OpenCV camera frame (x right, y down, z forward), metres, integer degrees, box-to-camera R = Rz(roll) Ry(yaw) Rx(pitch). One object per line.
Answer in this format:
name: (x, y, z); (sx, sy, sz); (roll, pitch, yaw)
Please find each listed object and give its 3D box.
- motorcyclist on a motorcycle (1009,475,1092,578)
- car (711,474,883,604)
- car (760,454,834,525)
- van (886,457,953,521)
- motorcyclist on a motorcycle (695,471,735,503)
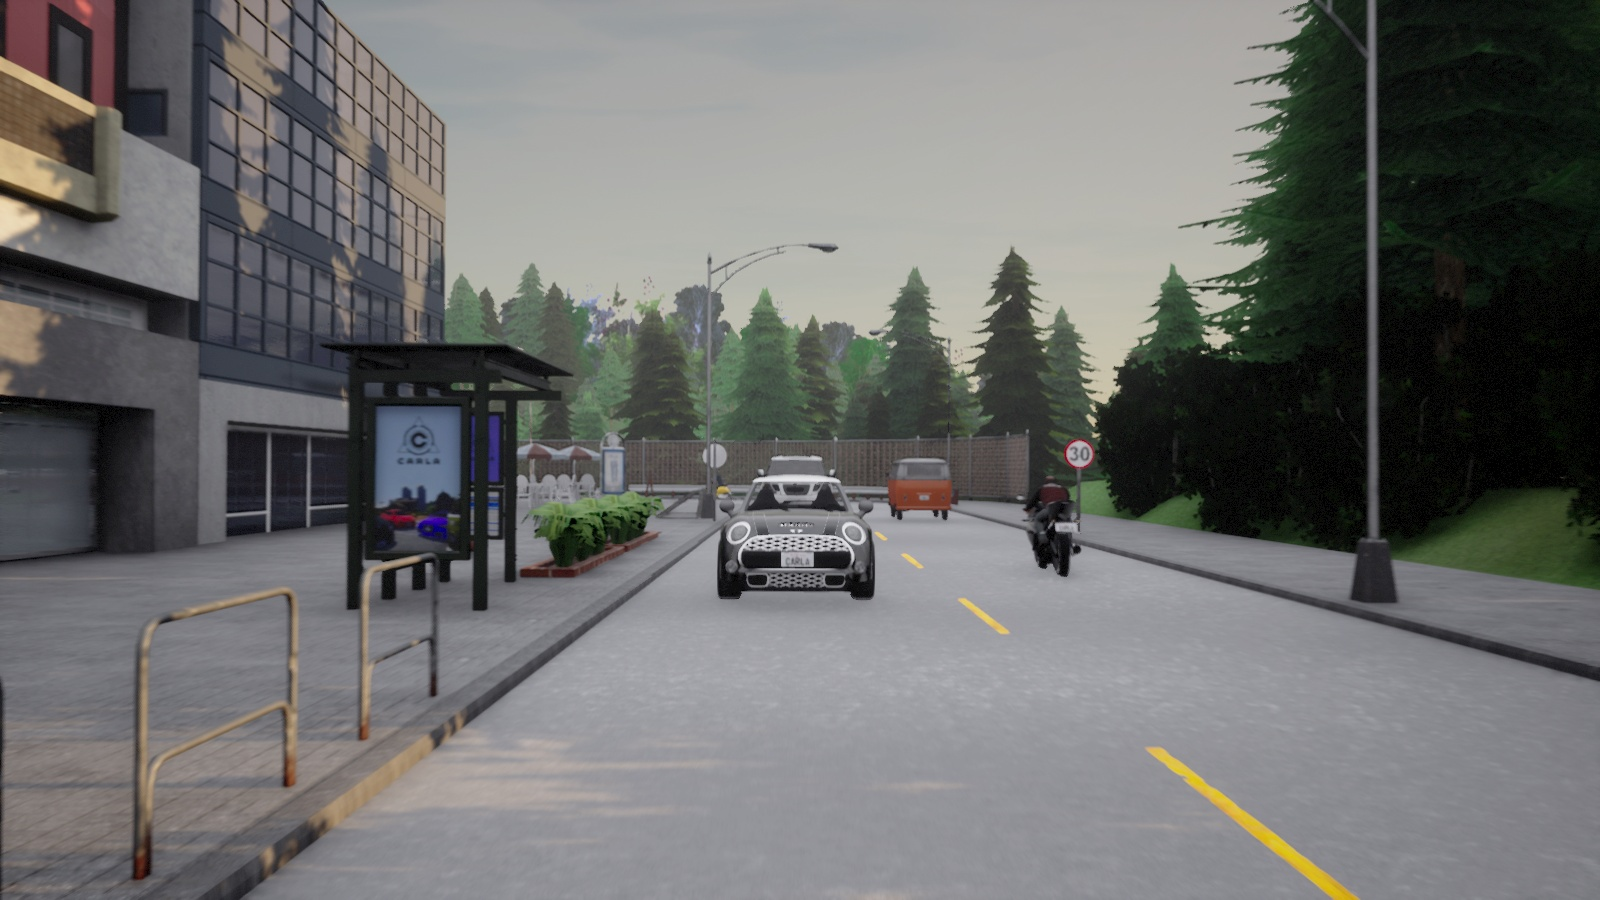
motorcyclist on a motorcycle: (3.952, 1.172, 19.957); (0.866, 1.530, 2.191); (0, -1, 0)
car: (-0.039, 1.057, 16.345); (1.970, 1.475, 3.806); (0, -1, 0)
car: (-0.094, 1.202, 39.422); (2.150, 2.045, 5.566); (0, -1, 0)
van: (3.899, 1.258, 41.657); (1.775, 1.987, 4.442); (0, -1, 0)
motorcyclist on a motorcycle: (-4.349, 1.874, 64.173); (1.817, 1.590, 0.866); (-1, 1, 20)
